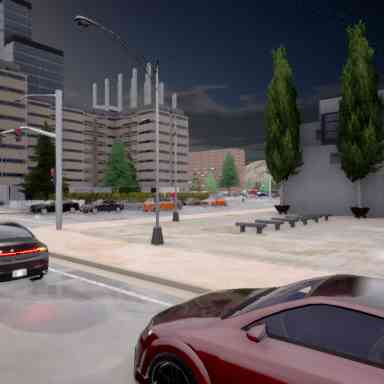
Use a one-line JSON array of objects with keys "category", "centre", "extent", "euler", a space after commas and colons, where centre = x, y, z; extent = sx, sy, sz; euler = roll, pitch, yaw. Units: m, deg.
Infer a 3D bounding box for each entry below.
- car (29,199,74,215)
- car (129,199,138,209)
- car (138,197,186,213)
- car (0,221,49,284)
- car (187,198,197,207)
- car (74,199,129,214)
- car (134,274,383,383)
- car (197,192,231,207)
[{"category": "car", "centre": [-14.332, 1.478, 34.840], "extent": [1.882, 1.535, 5.008], "euler": [0, 0, 40]}, {"category": "car", "centre": [-8.291, 1.601, 41.961], "extent": [1.895, 1.301, 4.718], "euler": [0, 0, 40]}, {"category": "car", "centre": [-3.294, 1.352, 36.732], "extent": [2.097, 1.767, 4.553], "euler": [0, 0, 40]}, {"category": "car", "centre": [-5.587, 1.505, 8.764], "extent": [4.892, 1.490, 1.837], "euler": [0, 0, 40]}, {"category": "car", "centre": [-0.040, 1.564, 51.657], "extent": [1.994, 1.385, 4.181], "euler": [0, 0, 41]}, {"category": "car", "centre": [-9.475, 1.505, 35.155], "extent": [1.837, 1.490, 4.892], "euler": [0, 0, 40]}, {"category": "car", "centre": [1.390, 1.564, 3.252], "extent": [4.181, 1.385, 1.994], "euler": [0, 0, 37]}, {"category": "car", "centre": [3.367, 1.352, 50.269], "extent": [2.097, 1.767, 4.553], "euler": [0, 0, 40]}]
